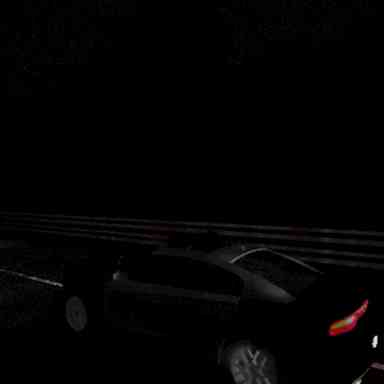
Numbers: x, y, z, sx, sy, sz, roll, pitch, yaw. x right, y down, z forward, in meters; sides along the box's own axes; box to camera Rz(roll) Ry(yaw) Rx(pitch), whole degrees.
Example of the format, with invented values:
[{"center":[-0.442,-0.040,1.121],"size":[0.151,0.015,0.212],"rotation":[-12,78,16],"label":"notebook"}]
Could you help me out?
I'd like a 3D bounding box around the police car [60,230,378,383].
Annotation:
[{"center":[-0.095,1.456,5.196],"size":[5.238,1.638,1.930],"rotation":[-1,0,35],"label":"police car"}]
